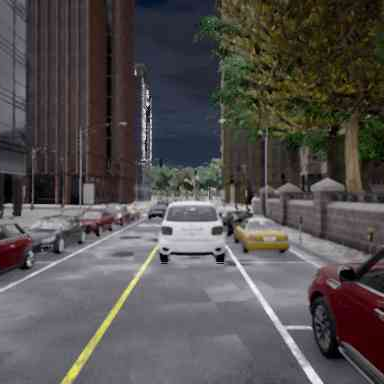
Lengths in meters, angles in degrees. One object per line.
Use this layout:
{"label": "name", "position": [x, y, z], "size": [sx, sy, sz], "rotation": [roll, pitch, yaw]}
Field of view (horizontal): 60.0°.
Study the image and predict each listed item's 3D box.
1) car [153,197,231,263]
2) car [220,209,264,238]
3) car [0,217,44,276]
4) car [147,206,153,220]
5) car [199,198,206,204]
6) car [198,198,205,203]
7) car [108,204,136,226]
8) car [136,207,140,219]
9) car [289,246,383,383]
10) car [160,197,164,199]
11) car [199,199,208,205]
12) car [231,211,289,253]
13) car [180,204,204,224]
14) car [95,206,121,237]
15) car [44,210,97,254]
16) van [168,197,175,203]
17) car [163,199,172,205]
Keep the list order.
{"label": "car", "position": [0.011, 1.343, 12.610], "size": [2.150, 2.045, 5.566], "rotation": [0, 0, 0]}
{"label": "car", "position": [2.763, 1.747, 19.430], "size": [1.947, 1.339, 4.313], "rotation": [0, -1, 0]}
{"label": "car", "position": [-5.763, 1.520, 8.516], "size": [1.967, 1.590, 4.097], "rotation": [0, -1, 0]}
{"label": "car", "position": [-3.007, 1.843, 31.546], "size": [2.033, 1.411, 5.357], "rotation": [0, -1, 0]}
{"label": "car", "position": [2.764, 2.401, 89.497], "size": [1.887, 1.381, 4.507], "rotation": [0, -1, 0]}
{"label": "car", "position": [2.764, 2.438, 95.104], "size": [1.752, 1.417, 4.829], "rotation": [0, -1, 0]}
{"label": "car", "position": [-5.762, 1.672, 24.886], "size": [1.967, 1.590, 4.097], "rotation": [0, -1, 0]}
{"label": "car", "position": [-5.762, 1.807, 30.172], "size": [1.752, 1.417, 4.829], "rotation": [0, -1, 0]}
{"label": "car", "position": [2.763, 1.345, 3.063], "size": [2.192, 1.841, 5.009], "rotation": [0, -1, 0]}
{"label": "car", "position": [-5.762, 1.957, 67.750], "size": [2.192, 1.841, 5.009], "rotation": [0, -1, 0]}
{"label": "car", "position": [2.764, 2.300, 78.622], "size": [2.008, 1.369, 4.403], "rotation": [0, -1, 0]}
{"label": "car", "position": [2.763, 1.658, 14.144], "size": [1.752, 1.417, 4.829], "rotation": [0, -1, 0]}
{"label": "car", "position": [0.023, 1.792, 28.518], "size": [1.812, 1.442, 4.674], "rotation": [0, -1, 1]}
{"label": "car", "position": [-5.762, 1.726, 19.428], "size": [1.887, 1.381, 4.507], "rotation": [0, -1, 0]}
{"label": "car", "position": [-5.762, 1.681, 13.972], "size": [2.008, 1.369, 4.403], "rotation": [0, -1, 0]}
{"label": "van", "position": [-5.762, 2.252, 94.937], "size": [1.690, 1.788, 3.998], "rotation": [0, -1, 0]}
{"label": "car", "position": [-5.762, 2.331, 78.622], "size": [1.802, 1.307, 4.206], "rotation": [0, -1, 0]}
